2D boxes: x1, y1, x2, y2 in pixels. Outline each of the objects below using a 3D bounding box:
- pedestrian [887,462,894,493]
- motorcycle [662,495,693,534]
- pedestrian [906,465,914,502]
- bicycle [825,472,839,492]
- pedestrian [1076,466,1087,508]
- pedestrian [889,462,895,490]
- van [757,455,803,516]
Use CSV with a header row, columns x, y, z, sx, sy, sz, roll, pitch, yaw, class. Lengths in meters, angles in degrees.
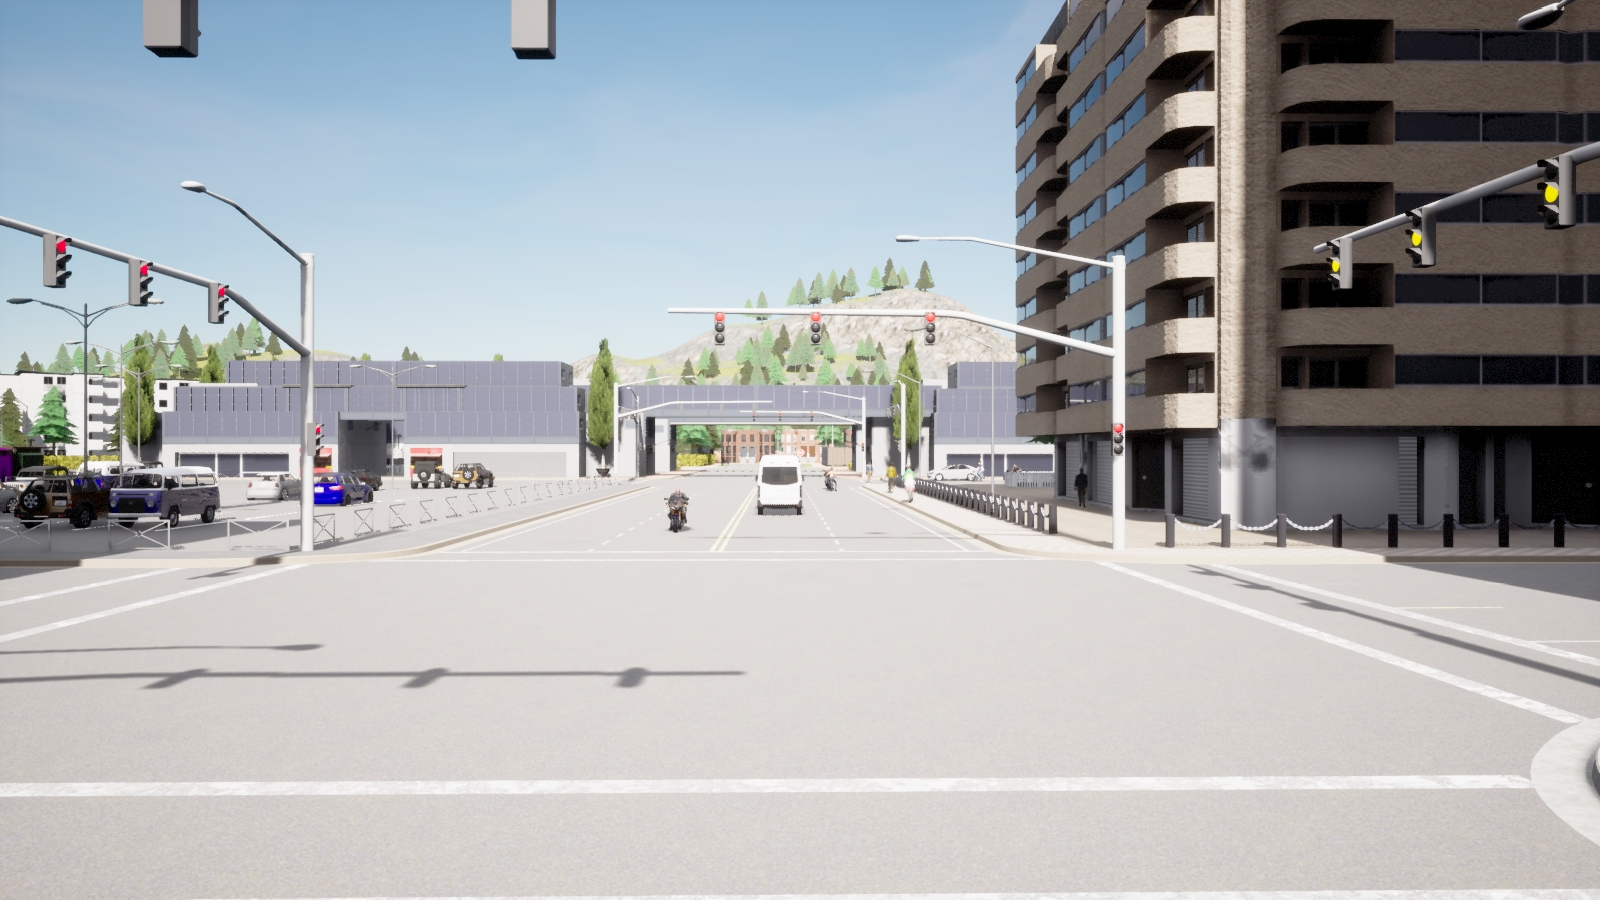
x,y,z,sx,sy,sz,roll,pitch,yaw,class
5.551,1.695,70.020,0.375,1.860,0.375,0,0,2,pedestrian
-4.213,2.205,39.441,0.867,1.251,2.209,0,0,-1,motorcycle
5.544,1.695,57.517,0.375,1.860,0.375,0,0,7,pedestrian
2.134,2.158,77.288,0.859,1.276,1.487,0,0,-1,bicycle
12.699,1.661,51.546,0.375,1.860,0.375,0,0,3,pedestrian
6.122,1.697,75.741,0.375,1.860,0.375,0,0,-1,pedestrian
-0.916,1.534,51.821,1.988,2.561,5.915,0,0,-1,van
